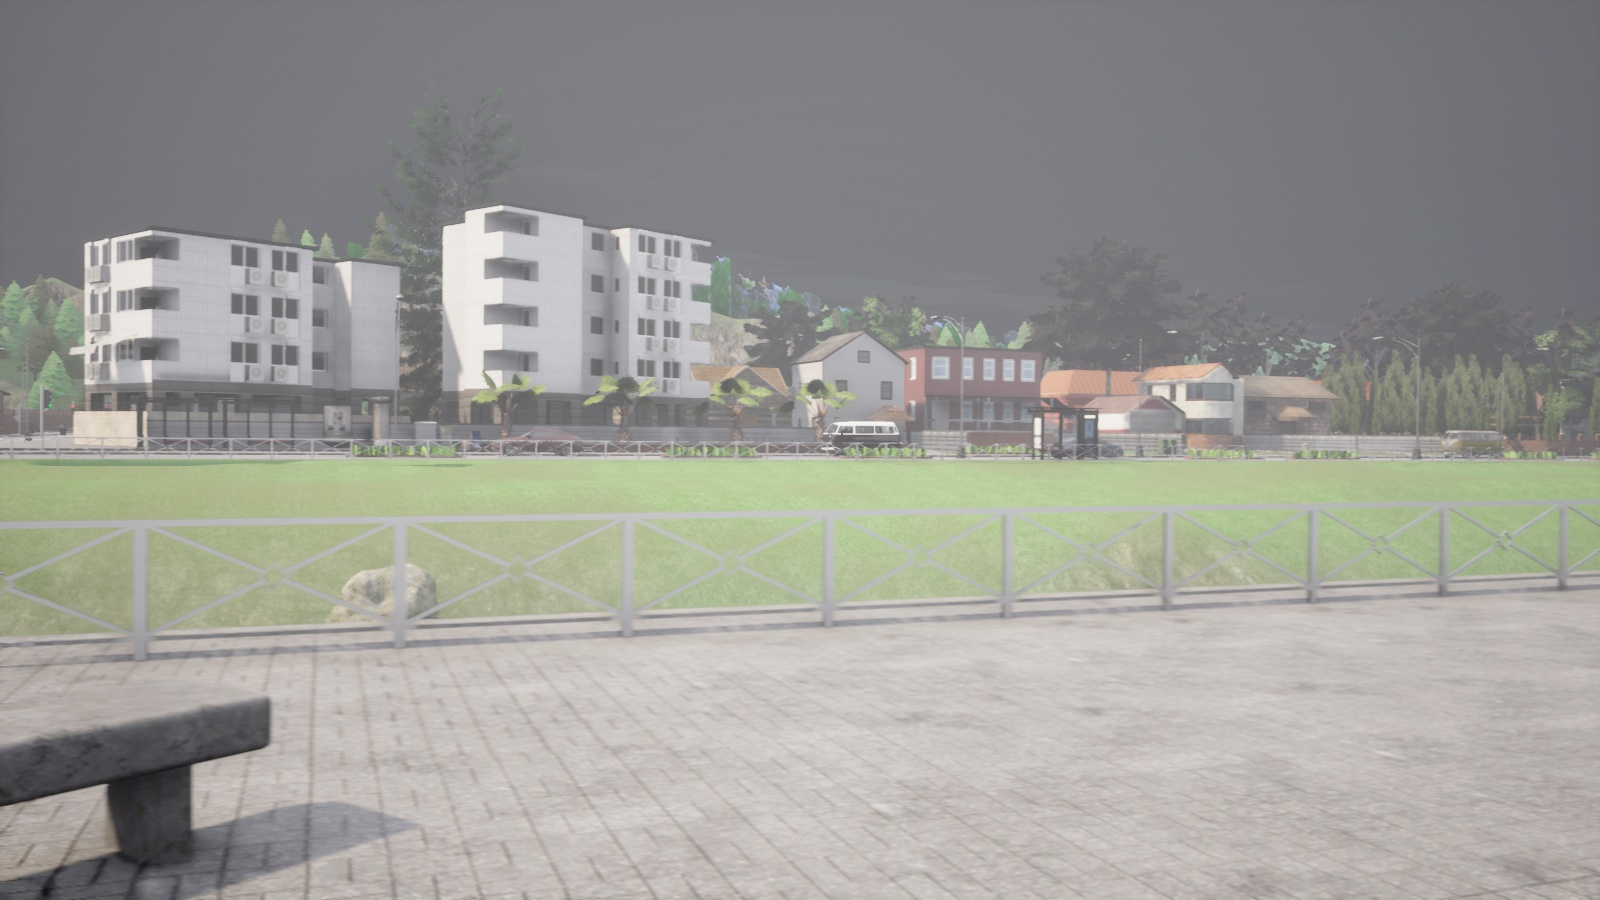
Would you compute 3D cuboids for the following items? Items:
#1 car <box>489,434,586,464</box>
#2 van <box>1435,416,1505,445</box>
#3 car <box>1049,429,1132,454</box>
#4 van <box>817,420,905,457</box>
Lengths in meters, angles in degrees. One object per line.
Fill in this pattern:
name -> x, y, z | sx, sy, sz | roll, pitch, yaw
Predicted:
car -> -13.512, -0.082, 64.658 | 4.674, 1.442, 1.812 | -1, 1, -21
van -> 46.665, -1.377, 87.486 | 4.442, 1.987, 1.775 | -1, 1, -21
car -> 16.604, -0.486, 71.806 | 4.181, 1.385, 1.994 | -1, 1, -21
van -> 3.436, -0.672, 71.084 | 4.480, 2.038, 2.069 | -1, 1, -21
